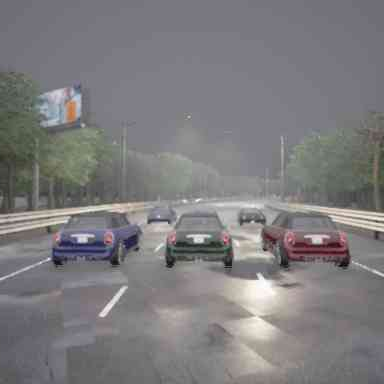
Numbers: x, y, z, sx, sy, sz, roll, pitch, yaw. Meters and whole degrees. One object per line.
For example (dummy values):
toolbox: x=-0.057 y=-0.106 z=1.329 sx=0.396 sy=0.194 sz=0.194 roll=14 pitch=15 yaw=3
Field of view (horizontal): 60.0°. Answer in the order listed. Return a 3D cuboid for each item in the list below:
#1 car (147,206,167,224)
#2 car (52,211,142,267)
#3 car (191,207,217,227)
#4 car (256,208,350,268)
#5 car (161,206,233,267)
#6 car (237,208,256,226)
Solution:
car: x=-2.376 y=1.859 z=27.358 sx=1.994 sy=1.385 sz=4.181 roll=0 pitch=0 yaw=5
car: x=-3.198 y=1.480 z=12.131 sx=2.097 sy=1.767 sz=4.553 roll=0 pitch=-1 yaw=3
car: x=1.042 y=1.886 z=26.296 sx=1.895 sy=1.301 sz=4.718 roll=0 pitch=-1 yaw=5
car: x=3.800 y=1.483 z=11.956 sx=2.097 sy=1.767 sz=4.553 roll=0 pitch=-1 yaw=3
car: x=0.301 y=1.481 z=12.045 sx=2.097 sy=1.767 sz=4.553 roll=0 pitch=-1 yaw=3
car: x=4.537 y=1.886 z=26.085 sx=1.895 sy=1.301 sz=4.718 roll=0 pitch=-1 yaw=5
